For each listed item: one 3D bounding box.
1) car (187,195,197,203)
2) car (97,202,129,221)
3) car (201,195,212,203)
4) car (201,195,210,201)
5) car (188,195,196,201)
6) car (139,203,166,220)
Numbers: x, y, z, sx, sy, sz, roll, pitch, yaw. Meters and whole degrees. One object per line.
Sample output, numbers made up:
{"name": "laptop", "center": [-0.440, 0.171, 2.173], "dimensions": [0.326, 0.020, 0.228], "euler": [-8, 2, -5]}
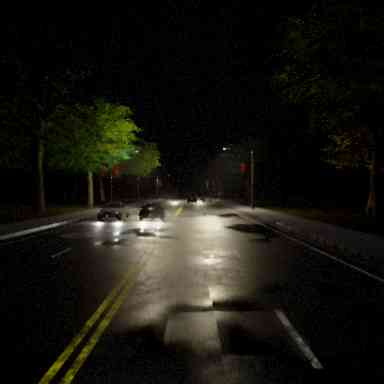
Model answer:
{"name": "car", "center": [-0.005, 1.495, 71.550], "dimensions": [2.097, 1.767, 4.553], "euler": [0, 0, 0]}
{"name": "car", "center": [-6.517, 1.573, 27.918], "dimensions": [1.812, 1.442, 4.674], "euler": [0, 0, 0]}
{"name": "car", "center": [3.245, 1.664, 71.580], "dimensions": [1.812, 1.442, 4.674], "euler": [0, 0, 0]}
{"name": "car", "center": [3.245, 1.549, 81.586], "dimensions": [2.033, 1.411, 5.357], "euler": [0, 0, 0]}
{"name": "car", "center": [-0.005, 1.549, 81.585], "dimensions": [2.033, 1.411, 5.357], "euler": [0, 0, 0]}
{"name": "car", "center": [-3.265, 1.612, 28.158], "dimensions": [1.994, 1.385, 4.181], "euler": [0, 0, 0]}
